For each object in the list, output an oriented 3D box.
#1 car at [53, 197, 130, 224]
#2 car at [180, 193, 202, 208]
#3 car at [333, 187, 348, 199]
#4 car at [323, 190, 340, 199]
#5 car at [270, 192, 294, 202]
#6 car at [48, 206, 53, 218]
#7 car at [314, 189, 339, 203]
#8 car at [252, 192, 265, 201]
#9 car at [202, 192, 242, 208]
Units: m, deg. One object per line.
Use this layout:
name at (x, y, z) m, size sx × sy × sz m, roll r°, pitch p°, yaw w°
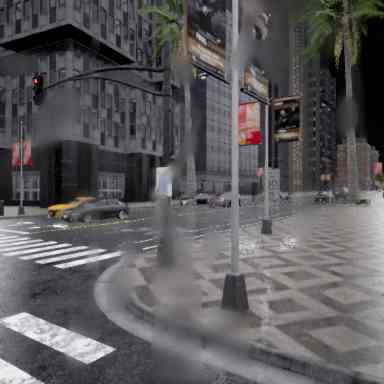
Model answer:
car at (-6.273, 1.214, 22.093) m, size 1.837 × 1.490 × 4.892 m, roll 0°, pitch 1°, yaw 35°
car at (0.576, 0.910, 37.371) m, size 2.128 × 1.511 × 4.902 m, roll 0°, pitch 1°, yaw 35°
car at (23.672, 0.232, 52.772) m, size 2.150 × 2.045 × 5.566 m, roll 0°, pitch 1°, yaw 36°
car at (25.759, 0.353, 61.331) m, size 1.882 × 1.535 × 5.008 m, roll 0°, pitch 1°, yaw 36°
car at (13.746, 0.725, 50.172) m, size 2.033 × 1.411 × 5.357 m, roll 0°, pitch 1°, yaw 35°
car at (-8.261, 1.162, 24.914) m, size 1.882 × 1.535 × 5.008 m, roll 0°, pitch 1°, yaw 35°
car at (17.810, 0.677, 44.492) m, size 1.837 × 1.490 × 4.892 m, roll 0°, pitch 1°, yaw 35°
car at (11.094, 0.691, 52.051) m, size 1.812 × 1.442 × 4.674 m, roll 0°, pitch 1°, yaw 35°
car at (3.529, 0.767, 35.914) m, size 2.097 × 1.767 × 4.553 m, roll 0°, pitch 1°, yaw 35°
